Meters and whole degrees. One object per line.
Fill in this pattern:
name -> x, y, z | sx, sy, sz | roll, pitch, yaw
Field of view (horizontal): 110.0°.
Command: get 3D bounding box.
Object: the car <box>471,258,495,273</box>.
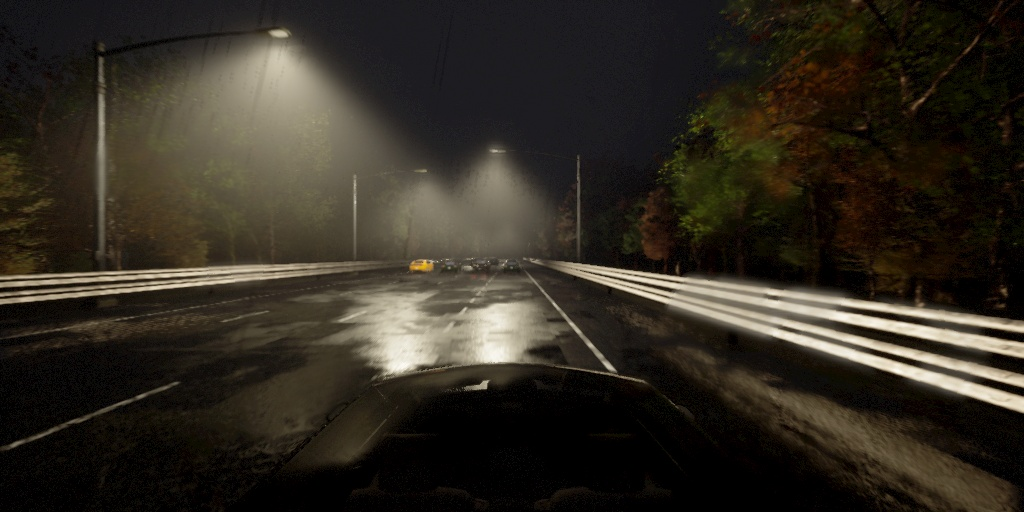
car -> -3.493, 1.204, 41.672 | 2.128, 1.511, 4.902 | 0, 0, 0

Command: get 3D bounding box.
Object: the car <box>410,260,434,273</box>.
car -> -10.490, 1.188, 41.954 | 1.882, 1.535, 5.008 | 0, 0, 0

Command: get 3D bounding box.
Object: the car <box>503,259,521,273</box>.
car -> 0.006, 1.276, 42.062 | 1.994, 1.385, 4.181 | 0, 0, 1

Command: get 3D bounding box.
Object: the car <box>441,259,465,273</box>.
car -> -6.991, 1.275, 41.979 | 1.994, 1.385, 4.181 | 0, 0, 0
